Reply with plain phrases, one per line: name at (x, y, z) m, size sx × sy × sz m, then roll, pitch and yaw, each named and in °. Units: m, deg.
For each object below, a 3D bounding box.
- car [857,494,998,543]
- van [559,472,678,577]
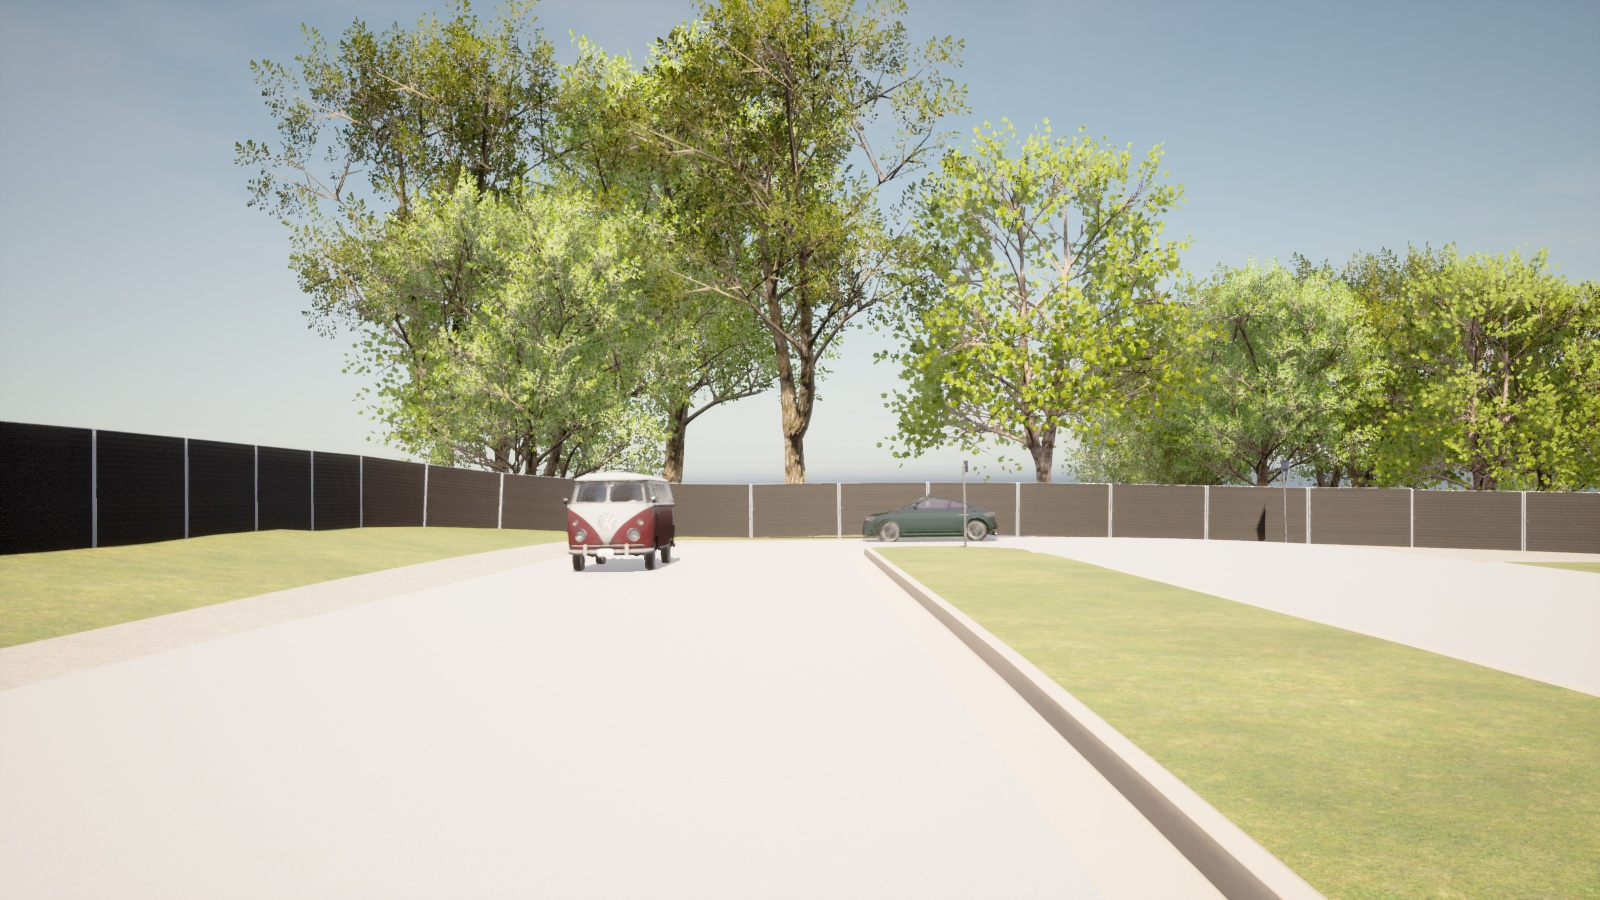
car at (3.922, 2.089, 38.682) m, size 4.181 × 1.385 × 1.994 m, roll -1°, pitch -1°, yaw 6°
van at (-3.723, 1.520, 26.459) m, size 1.775 × 1.987 × 4.442 m, roll -1°, pitch -2°, yaw 1°
